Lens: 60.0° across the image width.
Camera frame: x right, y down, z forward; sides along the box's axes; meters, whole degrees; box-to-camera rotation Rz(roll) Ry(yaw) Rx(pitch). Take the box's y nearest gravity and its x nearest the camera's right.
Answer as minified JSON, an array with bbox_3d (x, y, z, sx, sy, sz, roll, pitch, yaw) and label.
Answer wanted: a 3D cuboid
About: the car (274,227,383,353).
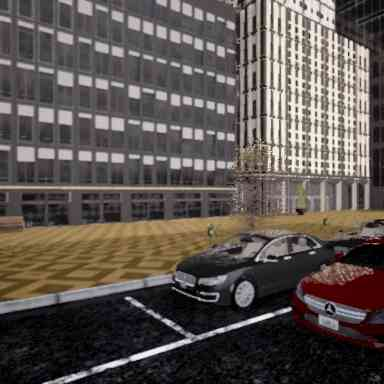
[{"bbox_3d":[3.777,1.554,5.962,4.674,1.442,1.812,0,0,-36],"label":"car"}]

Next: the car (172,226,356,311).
[{"bbox_3d":[1.612,1.582,7.725,4.403,1.369,2.008,0,0,-36],"label":"car"}]

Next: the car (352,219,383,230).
[{"bbox_3d":[6.099,1.601,10.945,4.403,1.369,2.008,0,0,-36],"label":"car"}]
